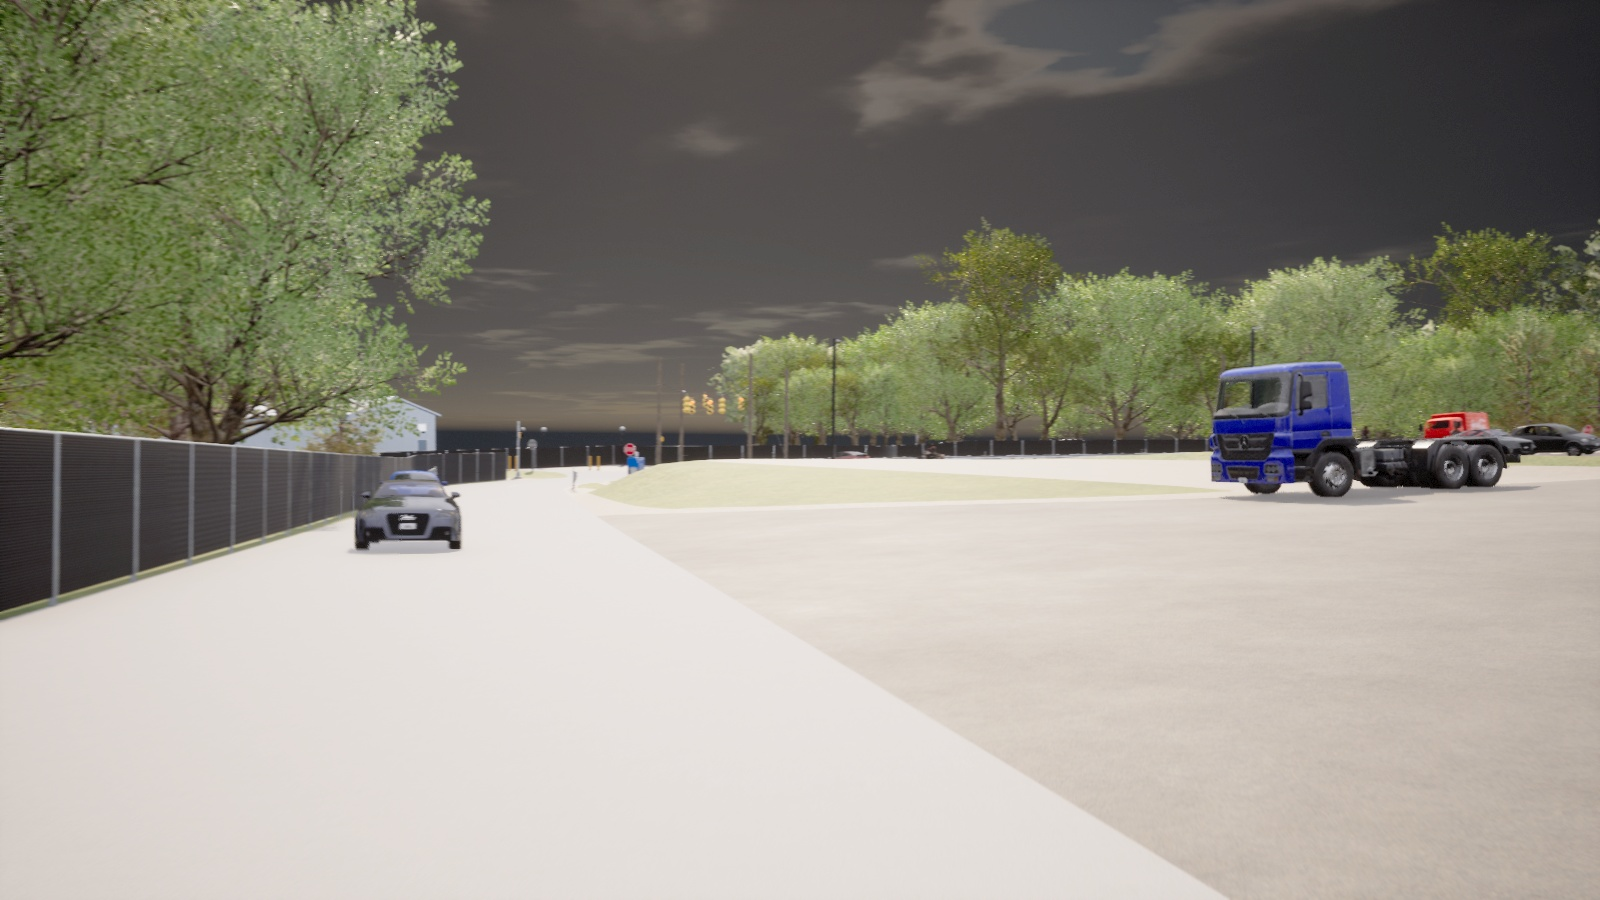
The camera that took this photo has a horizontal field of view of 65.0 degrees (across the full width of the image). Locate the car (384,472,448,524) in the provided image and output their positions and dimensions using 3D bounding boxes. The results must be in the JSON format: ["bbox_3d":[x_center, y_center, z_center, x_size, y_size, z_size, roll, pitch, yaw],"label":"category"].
[{"bbox_3d":[-12.575,1.516,41.138,1.882,1.535,5.008,0,-1,-17],"label":"car"}]

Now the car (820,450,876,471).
[{"bbox_3d":[3.710,0.818,97.981,2.007,1.525,4.514,0,-2,-34],"label":"car"}]

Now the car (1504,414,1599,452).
[{"bbox_3d":[37.254,-0.839,61.895,1.851,1.617,3.988,-7,3,-35],"label":"car"}]

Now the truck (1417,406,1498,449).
[{"bbox_3d":[41.701,-1.442,79.608,5.204,2.467,2.627,-2,-2,-41],"label":"truck"}]

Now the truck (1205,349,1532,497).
[{"bbox_3d":[14.887,-0.750,32.908,7.936,3.462,2.891,-2,0,-20],"label":"truck"}]

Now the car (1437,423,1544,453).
[{"bbox_3d":[33.317,-0.595,60.720,1.994,1.385,4.181,0,1,-24],"label":"car"}]

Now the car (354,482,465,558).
[{"bbox_3d":[-7.890,1.357,25.687,1.994,1.385,4.181,0,-1,-15],"label":"car"}]
